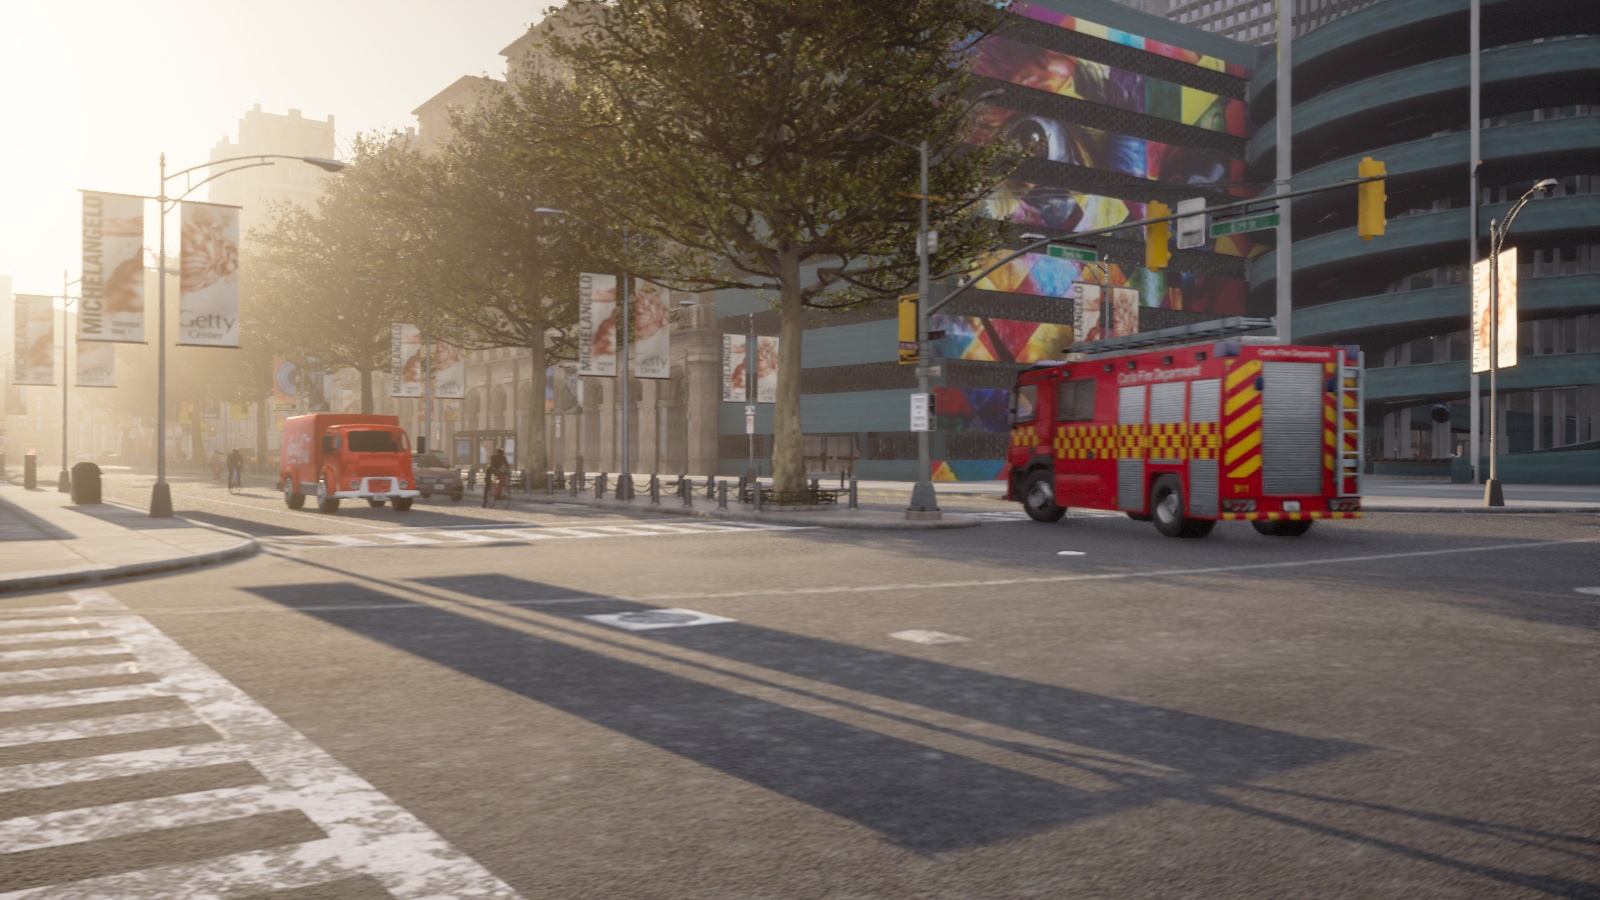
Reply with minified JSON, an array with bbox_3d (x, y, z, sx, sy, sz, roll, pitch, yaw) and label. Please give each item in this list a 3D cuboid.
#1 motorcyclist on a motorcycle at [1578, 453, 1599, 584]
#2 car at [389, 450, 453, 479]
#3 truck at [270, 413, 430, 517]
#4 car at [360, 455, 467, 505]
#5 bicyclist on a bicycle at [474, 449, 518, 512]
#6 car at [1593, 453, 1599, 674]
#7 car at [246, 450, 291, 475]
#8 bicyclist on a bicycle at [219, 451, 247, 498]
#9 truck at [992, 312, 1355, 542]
[{"bbox_3d":[10.364,0.795,15.136,2.191,1.530,0.866,0,0,-35],"label":"motorcyclist on a motorcycle"},{"bbox_3d":[-22.251,0.817,73.592,2.242,1.667,4.611,0,0,-35],"label":"car"},{"bbox_3d":[-11.732,0.363,32.503,2.627,2.467,5.204,0,0,-35],"label":"truck"},{"bbox_3d":[-12.096,0.892,39.113,1.812,1.442,4.674,0,0,-35],"label":"car"},{"bbox_3d":[-8.138,0.797,33.559,0.582,1.620,1.656,0,0,-35],"label":"bicyclist on a bicycle"},{"bbox_3d":[7.413,0.765,8.818,3.633,1.501,1.845,0,0,-35],"label":"car"},{"bbox_3d":[-38.210,0.906,90.232,2.097,1.767,4.553,0,0,-35],"label":"car"},{"bbox_3d":[-19.912,0.848,44.113,0.582,1.620,1.656,0,0,-36],"label":"bicyclist on a bicycle"},{"bbox_3d":[7.007,-0.372,25.351,2.891,3.827,8.468,0,0,-16],"label":"truck"}]
